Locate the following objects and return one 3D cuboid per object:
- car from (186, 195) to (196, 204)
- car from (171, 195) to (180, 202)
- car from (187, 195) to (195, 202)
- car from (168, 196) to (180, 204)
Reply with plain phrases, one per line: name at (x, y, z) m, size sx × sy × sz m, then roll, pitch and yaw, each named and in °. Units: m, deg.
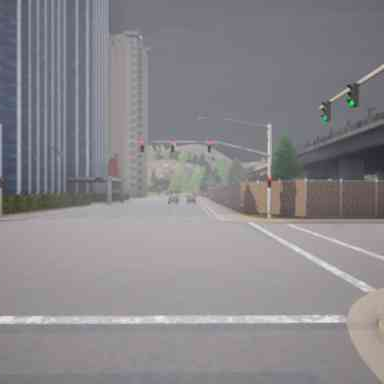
car at (-0.142, 1.535, 64.091) m, size 2.033 × 1.411 × 5.357 m, roll 0°, pitch 0°, yaw 0°
car at (-3.665, 1.441, 74.515) m, size 1.895 × 1.301 × 4.718 m, roll 0°, pitch 0°, yaw 0°
car at (-0.165, 1.370, 74.493) m, size 1.812 × 1.442 × 4.674 m, roll 0°, pitch 0°, yaw 0°
car at (-3.642, 1.535, 64.084) m, size 2.033 × 1.411 × 5.357 m, roll 0°, pitch 0°, yaw 0°
